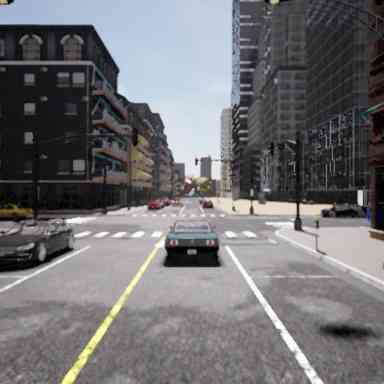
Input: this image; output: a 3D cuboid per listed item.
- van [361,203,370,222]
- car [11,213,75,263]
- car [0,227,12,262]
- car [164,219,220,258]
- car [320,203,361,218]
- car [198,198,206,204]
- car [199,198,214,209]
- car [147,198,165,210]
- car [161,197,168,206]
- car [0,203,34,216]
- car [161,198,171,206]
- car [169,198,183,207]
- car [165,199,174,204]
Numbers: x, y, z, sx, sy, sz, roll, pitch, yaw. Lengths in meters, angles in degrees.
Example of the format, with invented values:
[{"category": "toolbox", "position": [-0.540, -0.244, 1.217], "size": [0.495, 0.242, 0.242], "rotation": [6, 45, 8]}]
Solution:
[{"category": "van", "position": [14.701, 1.593, 23.815], "size": [3.998, 1.788, 1.690], "rotation": [0, 0, 0]}, {"category": "car", "position": [-5.695, 1.665, 12.184], "size": [2.008, 1.369, 4.403], "rotation": [-1, -1, 0]}, {"category": "car", "position": [-5.698, 1.586, 6.351], "size": [1.752, 1.417, 4.829], "rotation": [-1, -1, 0]}, {"category": "car", "position": [0.026, 1.725, 13.258], "size": [1.895, 1.301, 4.718], "rotation": [0, -1, 1]}, {"category": "car", "position": [14.693, 1.772, 32.197], "size": [4.313, 1.339, 1.947], "rotation": [0, 0, 0]}, {"category": "car", "position": [2.698, 2.406, 89.843], "size": [1.887, 1.381, 4.507], "rotation": [-1, -1, 0]}, {"category": "car", "position": [2.678, 2.073, 55.950], "size": [1.887, 1.381, 4.507], "rotation": [-1, -1, 0]}, {"category": "car", "position": [-5.672, 2.019, 50.249], "size": [1.887, 1.381, 4.507], "rotation": [-1, -1, 0]}, {"category": "car", "position": [-5.671, 1.968, 55.899], "size": [1.967, 1.590, 4.097], "rotation": [-1, -1, 0]}, {"category": "car", "position": [-17.866, 1.804, 32.162], "size": [4.829, 1.417, 1.752], "rotation": [0, 0, 0]}, {"category": "car", "position": [-5.661, 2.134, 72.844], "size": [1.967, 1.590, 4.097], "rotation": [-1, -1, 0]}, {"category": "car", "position": [-2.973, 1.988, 66.800], "size": [2.097, 1.767, 4.553], "rotation": [0, -1, 0]}, {"category": "car", "position": [-5.652, 2.387, 84.141], "size": [1.802, 1.307, 4.206], "rotation": [-1, -1, 0]}]
